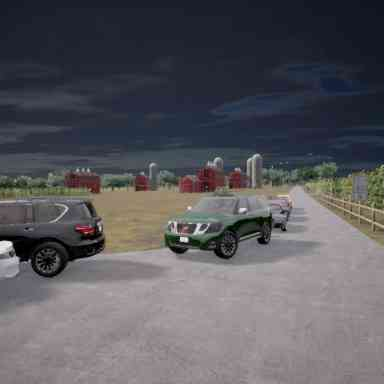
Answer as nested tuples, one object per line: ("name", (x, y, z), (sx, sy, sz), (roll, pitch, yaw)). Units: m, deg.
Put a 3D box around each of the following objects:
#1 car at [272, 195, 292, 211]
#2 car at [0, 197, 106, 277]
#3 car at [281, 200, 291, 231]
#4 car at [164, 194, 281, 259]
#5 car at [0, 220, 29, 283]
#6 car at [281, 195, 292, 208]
("car", (9.976, 1.110, 36.492), (1.882, 1.535, 5.008), (0, 0, 18))
("car", (-5.372, 1.227, 9.601), (5.566, 2.045, 2.150), (-1, 1, -4))
("car", (4.401, 1.380, 19.005), (1.994, 1.385, 4.181), (0, 0, 17))
("car", (1.289, 1.108, 12.679), (2.150, 2.045, 5.566), (0, 0, 34))
("car", (-6.103, 1.612, 6.677), (4.674, 1.442, 1.812), (-2, 2, -38))
("car", (6.248, 1.235, 24.741), (1.882, 1.535, 5.008), (0, 0, 18))
